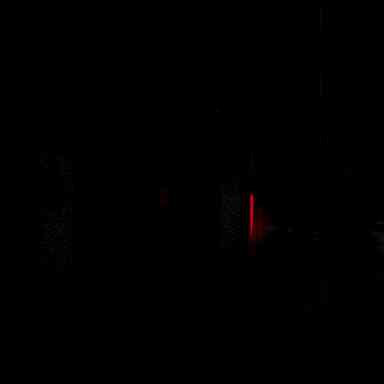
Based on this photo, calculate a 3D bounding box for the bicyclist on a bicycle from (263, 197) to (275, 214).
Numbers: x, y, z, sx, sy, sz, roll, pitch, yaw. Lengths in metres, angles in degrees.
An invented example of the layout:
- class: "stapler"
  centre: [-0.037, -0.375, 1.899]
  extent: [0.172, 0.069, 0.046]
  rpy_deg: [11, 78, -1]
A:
- class: "bicyclist on a bicycle"
  centre: [7.417, 1.349, 32.129]
  extent: [1.656, 1.620, 0.582]
  rpy_deg: [0, 0, -36]
